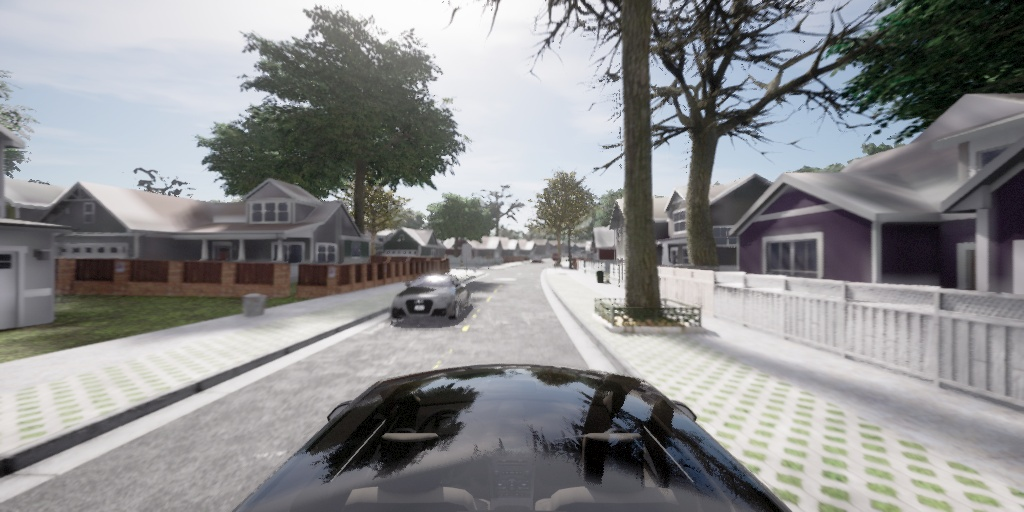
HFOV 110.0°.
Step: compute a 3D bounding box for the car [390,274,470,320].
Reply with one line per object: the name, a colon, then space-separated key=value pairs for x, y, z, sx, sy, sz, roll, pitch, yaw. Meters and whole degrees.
car: x=-2.660 y=1.327 z=12.505 sx=1.994 sy=1.385 sz=4.181 roll=0 pitch=0 yaw=2
